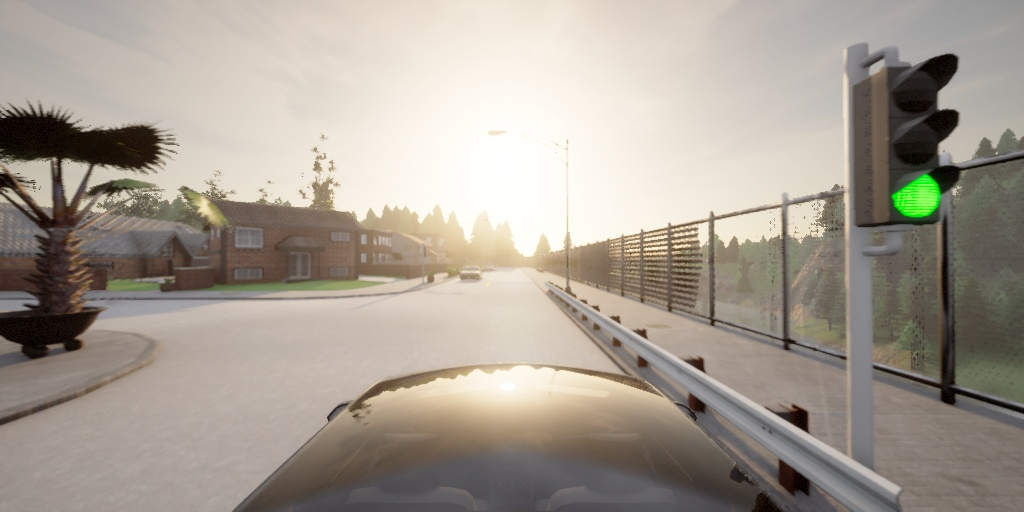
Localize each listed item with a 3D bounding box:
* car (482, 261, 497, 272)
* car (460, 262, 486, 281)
[{"bbox_3d":[-4.032,2.072,62.211,1.837,1.490,4.892,0,1,0],"label":"car"},{"bbox_3d":[-4.016,1.704,35.715,1.882,1.535,5.008,0,0,0],"label":"car"}]
